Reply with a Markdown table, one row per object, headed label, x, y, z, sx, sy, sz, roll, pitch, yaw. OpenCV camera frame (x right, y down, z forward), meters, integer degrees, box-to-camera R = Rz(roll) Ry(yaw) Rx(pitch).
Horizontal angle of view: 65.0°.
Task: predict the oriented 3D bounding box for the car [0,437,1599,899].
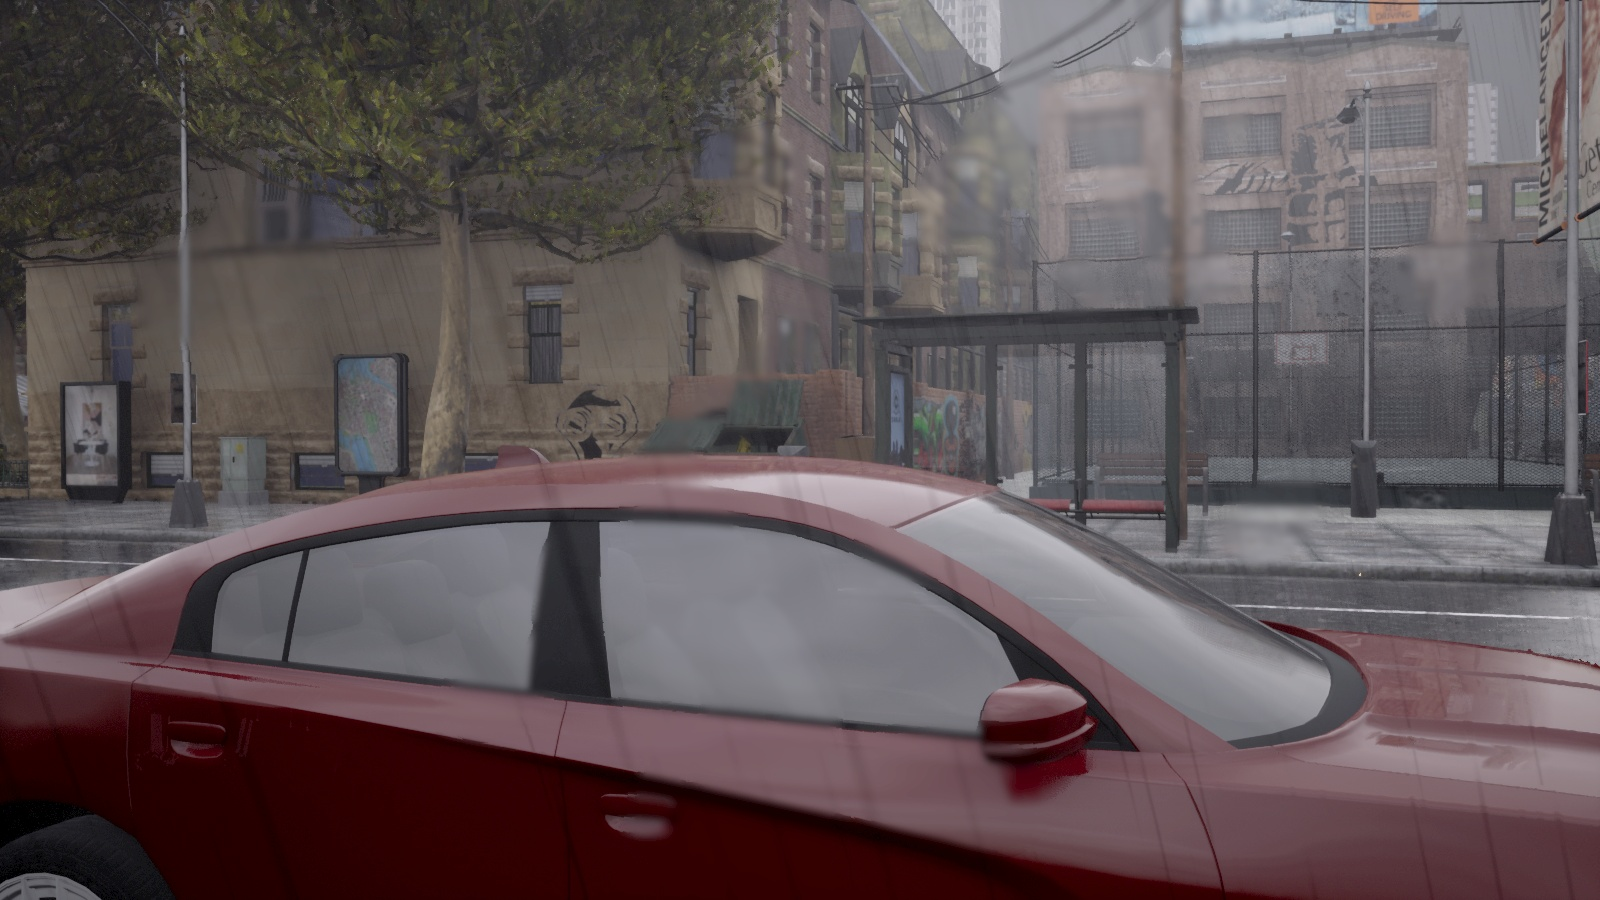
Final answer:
| label | x | y | z | sx | sy | sz | roll | pitch | yaw |
| --- | --- | --- | --- | --- | --- | --- | --- | --- | --- |
| car | 0.026 | 0.754 | 3.152 | 5.008 | 1.535 | 1.882 | 1 | 1 | 18 |
